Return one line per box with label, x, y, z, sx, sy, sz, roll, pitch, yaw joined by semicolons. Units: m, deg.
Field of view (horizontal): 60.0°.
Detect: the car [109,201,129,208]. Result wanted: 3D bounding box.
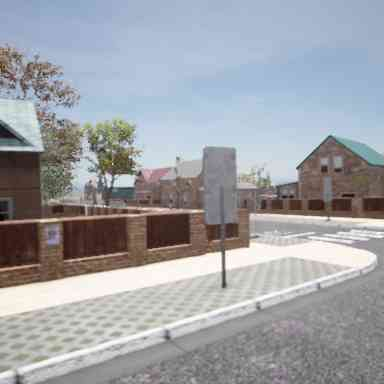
car;-9.741;2.000;43.311;2.097;1.767;4.553;-2;0;-31
